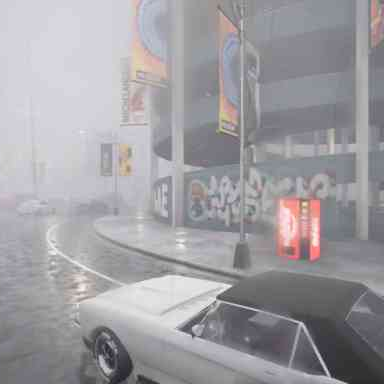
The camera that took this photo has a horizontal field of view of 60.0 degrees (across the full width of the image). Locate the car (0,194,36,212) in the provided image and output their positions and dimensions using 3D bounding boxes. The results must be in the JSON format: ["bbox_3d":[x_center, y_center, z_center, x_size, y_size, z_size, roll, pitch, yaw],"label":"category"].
[{"bbox_3d":[-20.969,1.221,39.791,2.150,2.045,5.566,0,0,14],"label":"car"}]

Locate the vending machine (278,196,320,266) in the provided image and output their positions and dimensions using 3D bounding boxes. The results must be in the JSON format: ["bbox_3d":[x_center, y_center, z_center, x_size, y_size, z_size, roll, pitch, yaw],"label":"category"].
[{"bbox_3d":[3.482,1.195,10.820,0.880,2.100,1.100,0,0,45],"label":"vending machine"}]

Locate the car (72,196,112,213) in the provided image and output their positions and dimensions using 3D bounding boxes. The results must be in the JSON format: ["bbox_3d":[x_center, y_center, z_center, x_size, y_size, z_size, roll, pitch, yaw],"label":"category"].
[{"bbox_3d":[-10.787,1.526,36.276,1.812,1.442,4.674,0,0,10],"label":"car"}]

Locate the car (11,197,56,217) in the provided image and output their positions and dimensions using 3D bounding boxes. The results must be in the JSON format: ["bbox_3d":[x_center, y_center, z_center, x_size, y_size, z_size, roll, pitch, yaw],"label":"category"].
[{"bbox_3d":[-14.811,1.526,31.851,1.812,1.442,4.674,0,0,3],"label":"car"}]

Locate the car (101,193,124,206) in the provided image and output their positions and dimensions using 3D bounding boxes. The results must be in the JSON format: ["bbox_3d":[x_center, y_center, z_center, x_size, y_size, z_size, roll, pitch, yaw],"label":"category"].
[{"bbox_3d":[-12.856,1.221,51.058,2.150,2.045,5.566,0,0,29],"label":"car"}]

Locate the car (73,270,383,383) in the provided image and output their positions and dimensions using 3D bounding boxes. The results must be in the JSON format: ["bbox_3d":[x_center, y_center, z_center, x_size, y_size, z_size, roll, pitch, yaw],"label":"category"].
[{"bbox_3d":[0.757,1.601,3.669,4.718,1.301,1.895,0,0,38],"label":"car"}]
